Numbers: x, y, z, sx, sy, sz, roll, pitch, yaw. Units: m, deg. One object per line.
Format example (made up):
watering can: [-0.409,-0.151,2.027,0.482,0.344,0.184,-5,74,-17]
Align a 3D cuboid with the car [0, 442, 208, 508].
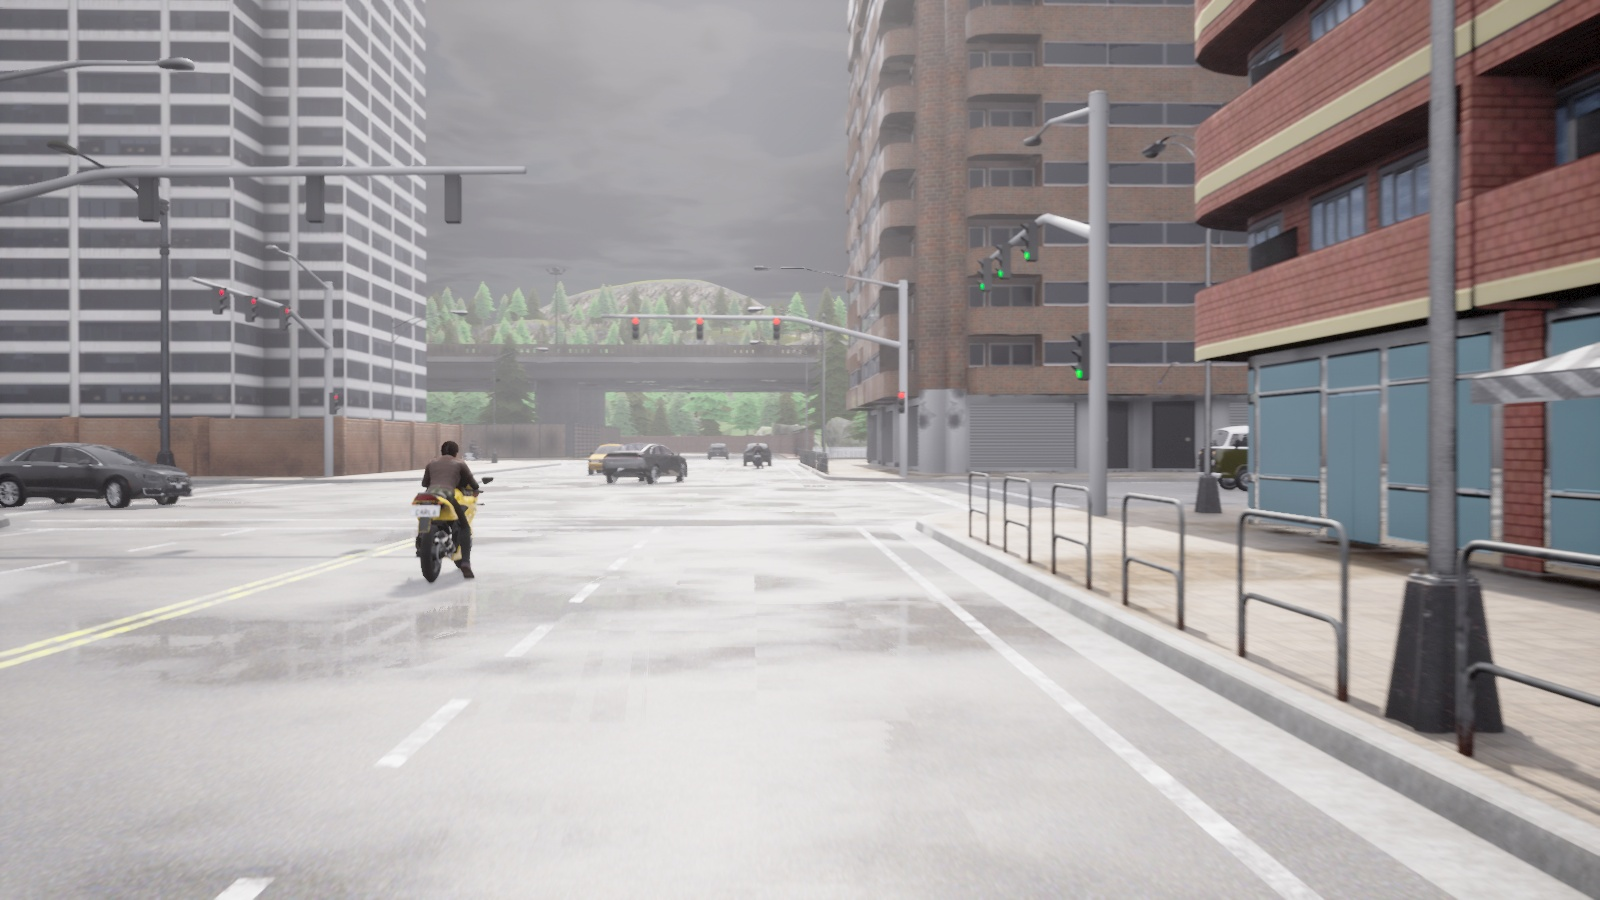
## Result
car: [-16.853,0.577,29.894,4.892,1.490,1.837,0,0,12]

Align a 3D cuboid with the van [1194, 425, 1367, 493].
van: [14.634,0.259,38.444,4.480,2.038,2.069,0,0,-2]

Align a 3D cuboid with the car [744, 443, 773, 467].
car: [-2.692,0.289,81.988,1.837,1.490,4.892,0,0,-2]

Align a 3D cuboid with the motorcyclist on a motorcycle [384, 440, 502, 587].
motorcyclist on a motorcycle: [-3.933,0.648,13.997,0.797,1.523,2.044,0,0,-2]

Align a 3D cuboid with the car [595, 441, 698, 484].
car: [-5.639,0.437,46.800,2.128,1.511,4.902,0,0,15]

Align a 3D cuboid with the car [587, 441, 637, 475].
car: [-8.979,0.342,60.408,1.801,1.575,5.366,0,0,-2]
